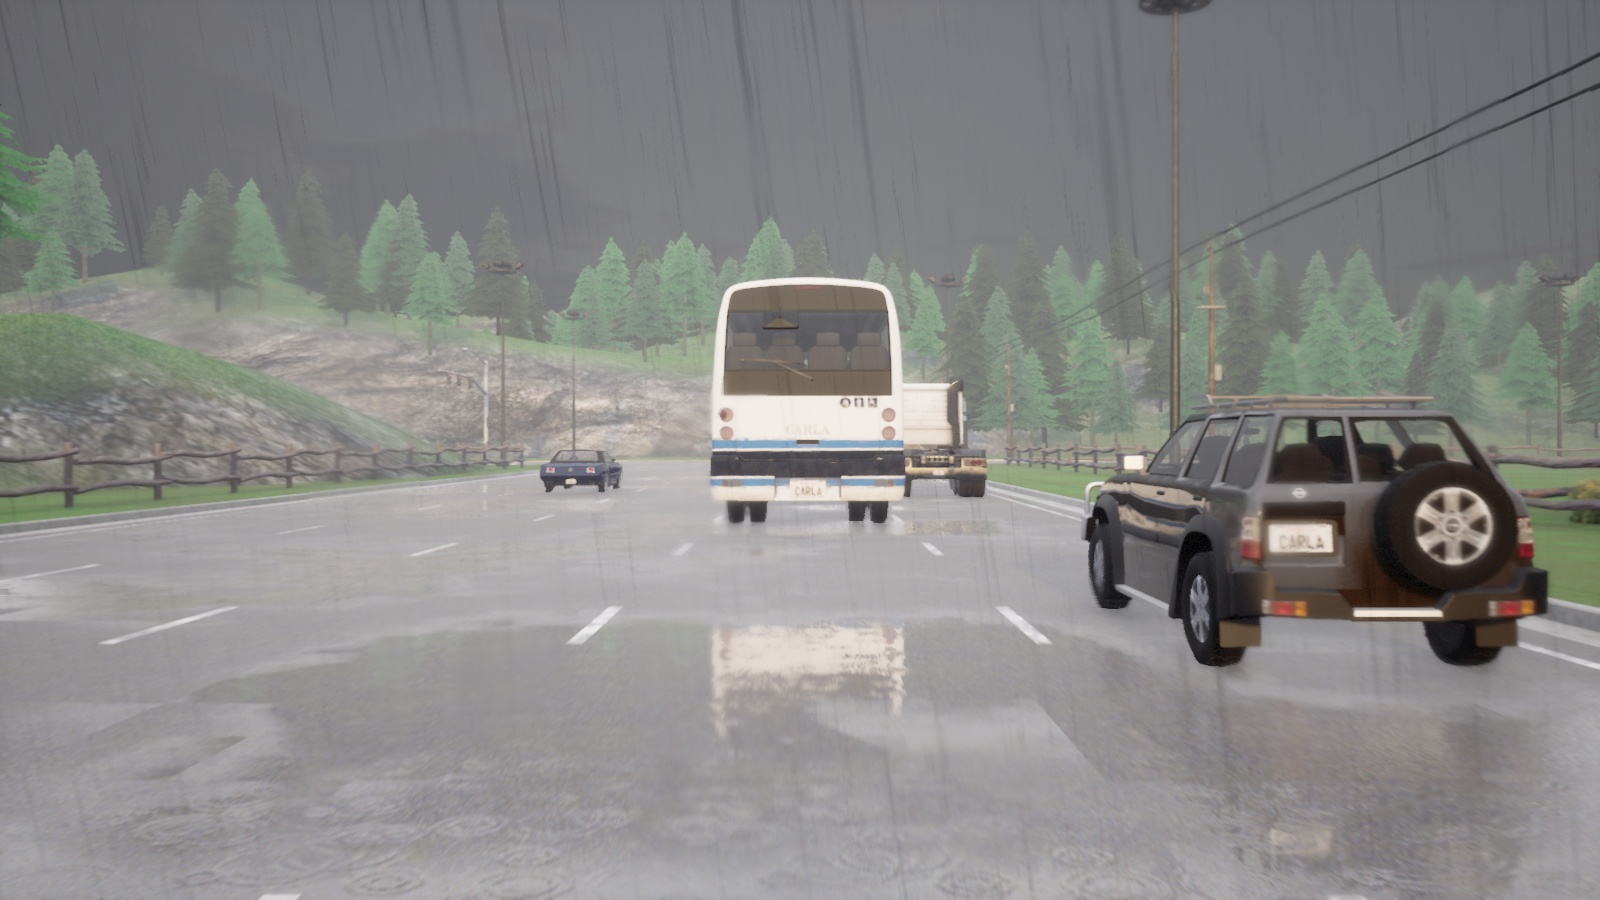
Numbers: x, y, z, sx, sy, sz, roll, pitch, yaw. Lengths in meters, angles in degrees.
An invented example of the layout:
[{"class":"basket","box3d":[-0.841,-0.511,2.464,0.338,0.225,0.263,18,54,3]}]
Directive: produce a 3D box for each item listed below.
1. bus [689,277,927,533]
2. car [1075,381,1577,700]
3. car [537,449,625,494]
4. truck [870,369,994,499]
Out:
[{"class":"bus","box3d":[0.161,-0.777,25.991,3.944,4.253,10.273,0,0,0]},{"class":"car","box3d":[3.569,0.512,9.620,1.932,1.855,4.605,0,0,0]},{"class":"car","box3d":[-6.767,0.619,39.293,1.895,1.301,4.718,0,0,0]},{"class":"truck","box3d":[3.724,-0.444,37.333,2.891,3.462,7.936,0,0,0]}]
